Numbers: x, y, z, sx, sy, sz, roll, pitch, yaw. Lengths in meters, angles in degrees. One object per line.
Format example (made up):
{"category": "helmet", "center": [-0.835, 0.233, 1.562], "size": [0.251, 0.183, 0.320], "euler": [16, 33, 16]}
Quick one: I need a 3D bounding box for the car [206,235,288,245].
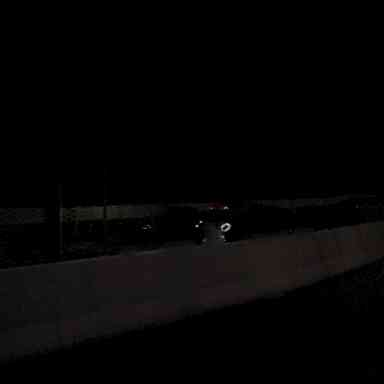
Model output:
{"category": "car", "center": [2.242, 1.371, 14.682], "size": [4.553, 1.767, 2.097], "euler": [0, 0, -39]}
